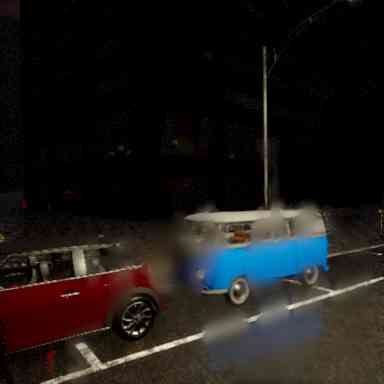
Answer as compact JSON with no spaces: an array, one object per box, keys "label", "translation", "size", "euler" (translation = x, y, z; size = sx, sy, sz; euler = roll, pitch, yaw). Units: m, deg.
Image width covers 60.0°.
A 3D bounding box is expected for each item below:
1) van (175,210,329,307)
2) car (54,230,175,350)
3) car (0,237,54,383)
[{"label":"van","translation":[1.422,1.332,7.676],"size":[3.998,1.788,1.690],"euler":[0,-1,-35]},{"label":"car","translation":[-2.556,1.439,4.838],"size":[4.097,1.590,1.967],"euler":[0,-1,-35]},{"label":"car","translation":[-3.558,1.227,0.836],"size":[5.566,2.045,2.150],"euler":[0,0,-36]}]
